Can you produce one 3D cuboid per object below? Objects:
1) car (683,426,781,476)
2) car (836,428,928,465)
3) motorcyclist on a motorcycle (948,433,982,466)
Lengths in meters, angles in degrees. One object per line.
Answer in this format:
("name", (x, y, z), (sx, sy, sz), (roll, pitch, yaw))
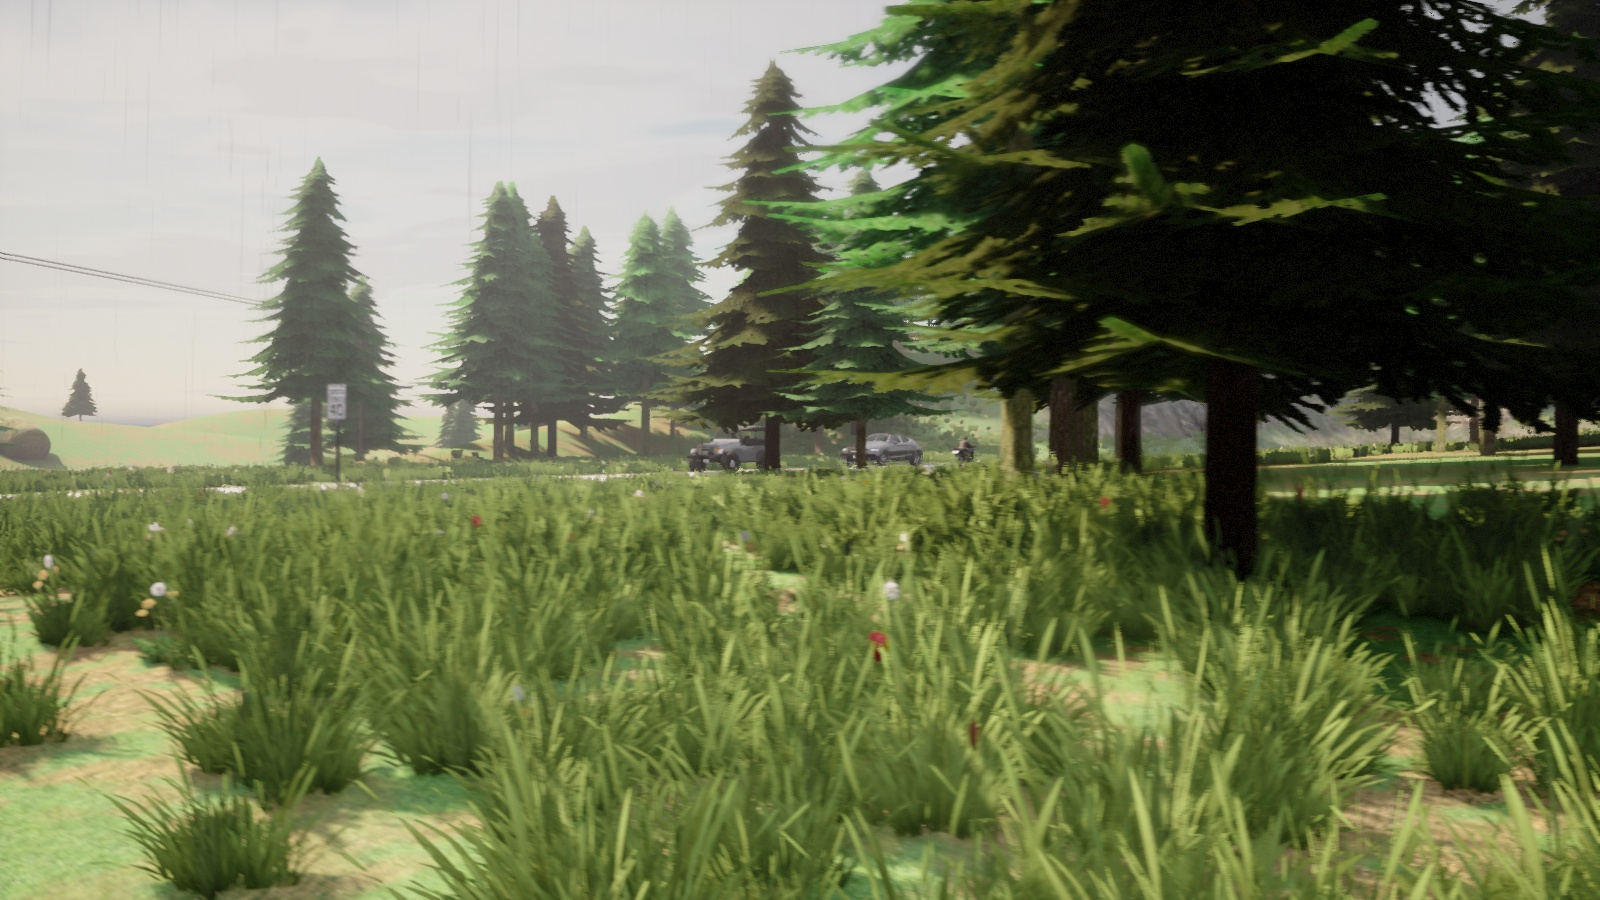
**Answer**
("car", (-2.650, 0.013, 49.721), (1.905, 1.878, 3.866), (0, 1, 33))
("car", (3.968, -0.203, 59.890), (2.152, 1.651, 5.027), (0, 1, 33))
("motorcyclist on a motorcycle", (7.930, -0.039, 60.107), (0.797, 1.523, 2.044), (0, 1, 33))
